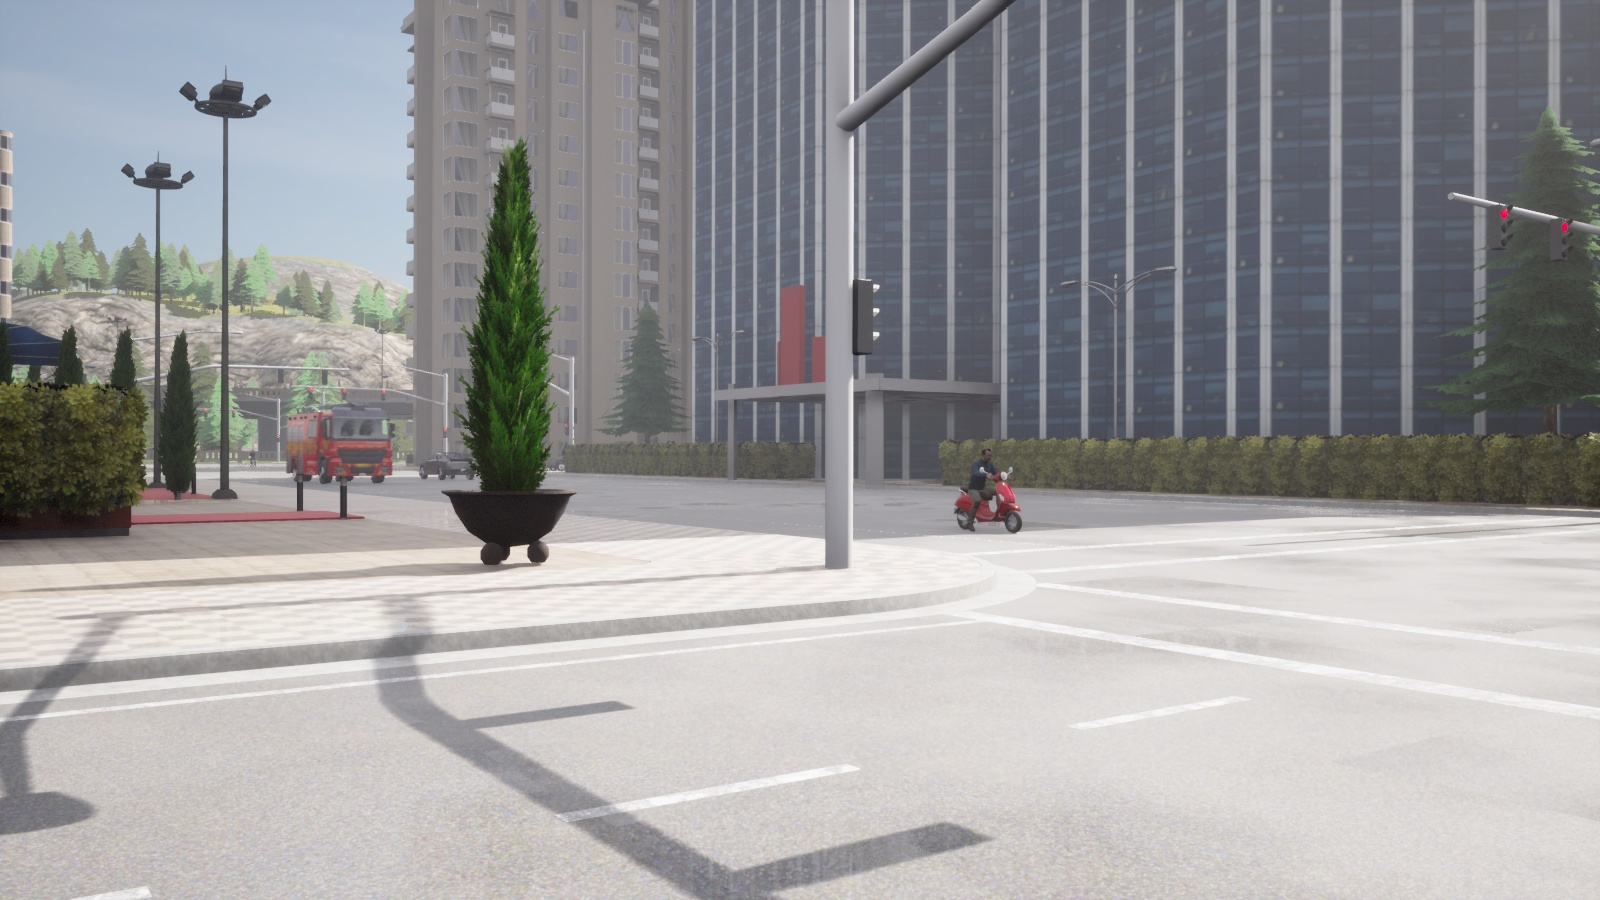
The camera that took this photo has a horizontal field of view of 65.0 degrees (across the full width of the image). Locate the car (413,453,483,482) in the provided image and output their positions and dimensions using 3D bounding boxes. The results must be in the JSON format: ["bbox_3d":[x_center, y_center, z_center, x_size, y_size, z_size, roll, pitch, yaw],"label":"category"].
[{"bbox_3d":[-19.264,0.910,68.567,2.128,1.511,4.902,0,0,-35],"label":"car"}]

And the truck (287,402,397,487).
[{"bbox_3d":[-22.245,-0.224,60.652,2.891,3.827,8.468,0,0,-35],"label":"truck"}]

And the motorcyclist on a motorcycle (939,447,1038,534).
[{"bbox_3d":[3.593,0.749,24.057,0.866,1.590,1.817,0,0,-35],"label":"motorcyclist on a motorcycle"}]
